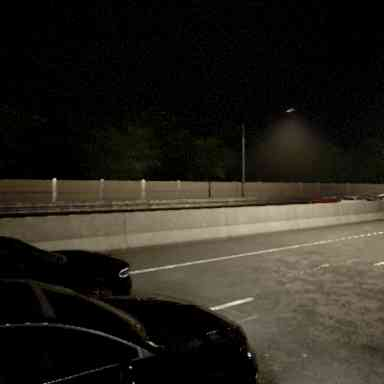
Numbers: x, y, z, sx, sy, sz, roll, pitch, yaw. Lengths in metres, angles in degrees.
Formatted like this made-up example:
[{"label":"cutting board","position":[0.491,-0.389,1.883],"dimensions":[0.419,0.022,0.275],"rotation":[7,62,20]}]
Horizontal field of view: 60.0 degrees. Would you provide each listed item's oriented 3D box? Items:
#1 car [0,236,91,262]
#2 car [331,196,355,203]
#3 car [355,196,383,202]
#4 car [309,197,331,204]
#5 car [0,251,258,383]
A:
[{"label":"car","position":[-3.467,1.476,5.572],"dimensions":[5.008,1.535,1.882],"rotation":[0,0,-36]},{"label":"car","position":[18.610,1.258,38.761],"dimensions":[4.674,1.442,1.812],"rotation":[-1,0,-35]},{"label":"car","position":[19.955,1.230,35.424],"dimensions":[4.902,1.511,2.128],"rotation":[-1,0,-35]},{"label":"car","position":[16.803,1.331,41.771],"dimensions":[4.718,1.301,1.895],"rotation":[-1,0,-35]},{"label":"car","position":[-1.594,1.503,2.609],"dimensions":[4.892,1.490,1.837],"rotation":[0,0,-36]}]
